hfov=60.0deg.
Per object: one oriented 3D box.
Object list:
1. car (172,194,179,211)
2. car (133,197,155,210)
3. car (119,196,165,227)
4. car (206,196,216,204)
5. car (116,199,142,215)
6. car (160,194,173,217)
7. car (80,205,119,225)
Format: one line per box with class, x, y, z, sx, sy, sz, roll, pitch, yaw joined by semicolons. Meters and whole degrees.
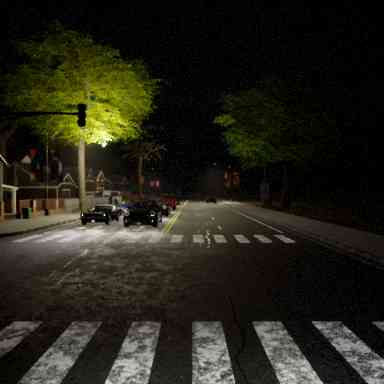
car;-3.135;1.215;41.944;2.150;2.045;5.566;0;0;0
car;-6.364;1.485;44.652;2.128;1.511;4.902;0;0;1
car;-3.235;1.345;22.542;2.097;1.767;4.553;0;0;0
car;3.675;1.504;65.454;1.837;1.490;4.892;0;0;0
car;-6.415;1.518;34.211;1.812;1.442;4.674;0;0;0
car;-3.190;1.344;31.400;2.097;1.767;4.553;0;0;0
car;-6.476;1.594;24.040;1.895;1.301;4.718;0;0;0
